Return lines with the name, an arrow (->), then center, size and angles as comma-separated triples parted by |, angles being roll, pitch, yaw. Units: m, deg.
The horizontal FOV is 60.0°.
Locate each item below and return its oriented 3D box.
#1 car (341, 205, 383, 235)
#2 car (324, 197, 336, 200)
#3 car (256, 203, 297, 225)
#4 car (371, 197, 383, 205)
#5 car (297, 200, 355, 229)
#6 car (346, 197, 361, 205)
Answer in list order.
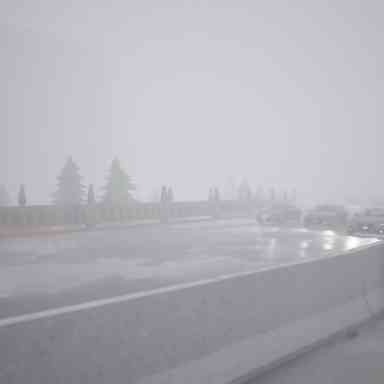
car -> 9.974, 1.604, 18.086 | 1.994, 1.385, 4.181 | 0, 0, 42
car -> 25.532, 1.661, 61.703 | 1.812, 1.442, 4.674 | 0, 0, 15
car -> 6.562, 1.558, 24.737 | 2.128, 1.511, 4.902 | 0, 0, 40
car -> 30.822, 1.617, 54.560 | 1.837, 1.490, 4.892 | 0, 0, 18
car -> 9.112, 1.559, 22.343 | 1.837, 1.490, 4.892 | 0, 0, 40
car -> 28.398, 1.628, 58.750 | 2.128, 1.511, 4.902 | 0, 0, 16
